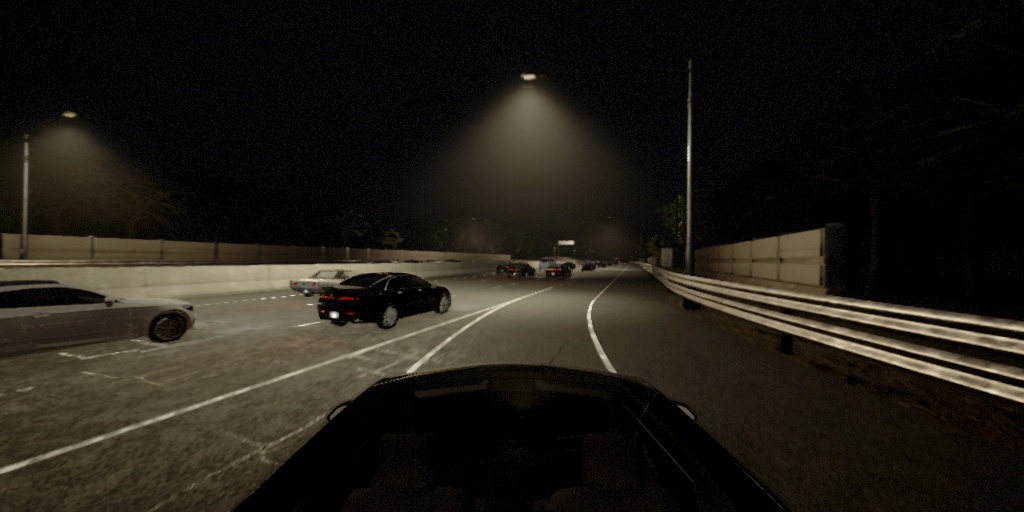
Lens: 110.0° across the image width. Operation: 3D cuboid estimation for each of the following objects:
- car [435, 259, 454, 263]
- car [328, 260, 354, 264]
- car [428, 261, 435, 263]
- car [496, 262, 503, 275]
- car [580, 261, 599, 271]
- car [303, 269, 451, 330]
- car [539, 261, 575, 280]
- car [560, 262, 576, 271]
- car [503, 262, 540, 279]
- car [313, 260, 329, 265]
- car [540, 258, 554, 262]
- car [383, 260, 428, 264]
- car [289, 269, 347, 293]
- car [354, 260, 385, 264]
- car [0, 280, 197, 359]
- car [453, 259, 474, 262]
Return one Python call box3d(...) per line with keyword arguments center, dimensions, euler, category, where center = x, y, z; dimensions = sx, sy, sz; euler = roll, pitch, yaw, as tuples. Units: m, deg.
box3d(center=(-9.915, 1.298, 57.938), dimensions=(2.097, 1.767, 4.553), euler=(1, 0, 19), category="car")
box3d(center=(-18.766, 1.292, 42.950), dimensions=(2.033, 1.411, 5.357), euler=(1, 0, 20), category="car")
box3d(center=(-13.321, 1.455, 58.759), dimensions=(2.033, 1.411, 5.357), euler=(1, 0, 19), category="car")
box3d(center=(-0.364, 1.469, 42.478), dimensions=(2.128, 1.511, 4.902), euler=(1, 0, 19), category="car")
box3d(center=(12.819, 1.850, 59.507), dimensions=(1.895, 1.301, 4.718), euler=(1, 0, 19), category="car")
box3d(center=(-3.678, 1.254, 11.273), dimensions=(1.837, 1.490, 4.892), euler=(1, 0, 19), category="car")
box3d(center=(4.605, 1.490, 35.378), dimensions=(2.128, 1.511, 4.902), euler=(1, 0, 19), category="car")
box3d(center=(9.507, 1.720, 60.639), dimensions=(1.837, 1.490, 4.892), euler=(1, 0, 19), category="car")
box3d(center=(1.018, 1.461, 35.709), dimensions=(1.837, 1.490, 4.892), euler=(1, 0, 19), category="car")
box3d(center=(-22.188, 1.211, 43.765), dimensions=(1.837, 1.490, 4.892), euler=(1, 0, 19), category="car")
box3d(center=(6.218, 1.400, 61.826), dimensions=(2.150, 2.045, 5.566), euler=(1, 0, 19), category="car")
box3d(center=(-12.073, 1.419, 40.919), dimensions=(1.895, 1.301, 4.718), euler=(1, 0, 19), category="car")
box3d(center=(-8.636, 1.330, 18.386), dimensions=(1.895, 1.301, 4.718), euler=(1, 0, 19), category="car")
box3d(center=(-15.467, 1.258, 41.808), dimensions=(1.882, 1.535, 5.008), euler=(1, 0, 19), category="car")
box3d(center=(-8.925, 1.182, 6.782), dimensions=(1.812, 1.442, 4.674), euler=(1, 0, 19), category="car")
box3d(center=(-6.683, 1.527, 56.565), dimensions=(2.033, 1.411, 5.357), euler=(1, 0, 19), category="car")
